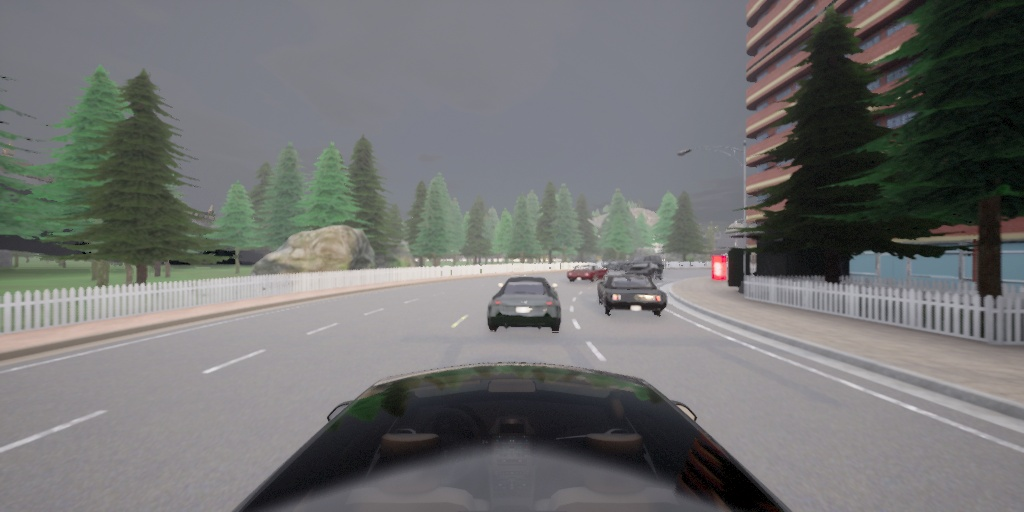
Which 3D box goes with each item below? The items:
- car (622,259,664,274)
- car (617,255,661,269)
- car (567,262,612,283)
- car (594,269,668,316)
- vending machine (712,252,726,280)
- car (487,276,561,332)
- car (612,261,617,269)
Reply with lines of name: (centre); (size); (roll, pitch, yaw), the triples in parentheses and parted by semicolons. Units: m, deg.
car: (10.511, 1.236, 28.145); (1.837, 1.490, 4.892); (-1, -1, 35)
car: (15.646, 0.942, 42.795); (5.566, 2.045, 2.150); (0, 0, -32)
car: (5.925, 1.333, 27.562); (1.895, 1.301, 4.718); (0, 0, 30)
car: (4.262, 1.342, 13.388); (1.895, 1.301, 4.718); (0, 0, 10)
vending machine: (15.837, 0.928, 27.444); (1.100, 2.100, 0.880); (0, 0, 41)
car: (0.455, 1.308, 10.934); (1.994, 1.385, 4.181); (0, 0, 5)
car: (13.215, 1.284, 45.204); (4.181, 1.385, 1.994); (0, 0, -34)
